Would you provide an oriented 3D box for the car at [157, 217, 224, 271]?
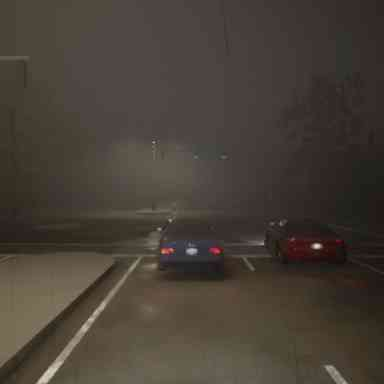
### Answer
[{"bbox_3d":[-0.161,1.537,10.902,2.033,1.411,5.357,0,0,-3],"label":"car"}]

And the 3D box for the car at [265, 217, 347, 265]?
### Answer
[{"bbox_3d":[3.790,1.552,11.695,1.994,1.385,4.181,0,0,4],"label":"car"}]
